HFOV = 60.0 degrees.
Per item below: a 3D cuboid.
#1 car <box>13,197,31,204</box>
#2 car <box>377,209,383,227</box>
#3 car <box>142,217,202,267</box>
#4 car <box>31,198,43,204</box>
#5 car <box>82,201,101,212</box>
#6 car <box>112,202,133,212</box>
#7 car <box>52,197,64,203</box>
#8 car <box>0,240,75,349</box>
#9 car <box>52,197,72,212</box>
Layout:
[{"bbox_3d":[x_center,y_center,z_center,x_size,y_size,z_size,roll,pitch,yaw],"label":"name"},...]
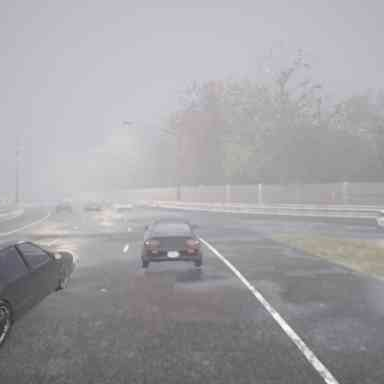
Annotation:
[{"bbox_3d":[-39.234,1.978,75.487,4.902,1.511,2.128,-1,0,42],"label":"car"},{"bbox_3d":[13.478,1.280,18.487,5.566,2.045,2.150,-1,0,27],"label":"car"},{"bbox_3d":[-0.741,1.602,11.644,1.812,1.442,4.674,0,0,-5],"label":"car"},{"bbox_3d":[-36.778,1.998,77.981,5.357,1.411,2.033,-1,0,42],"label":"car"},{"bbox_3d":[-13.555,1.902,44.779,1.994,1.385,4.181,0,0,-24],"label":"car"},{"bbox_3d":[-9.203,1.913,43.643,1.895,1.301,4.718,0,0,-22],"label":"car"},{"bbox_3d":[-32.415,1.954,80.312,1.837,1.490,4.892,0,0,-33],"label":"car"},{"bbox_3d":[-3.763,1.602,6.111,2.033,1.411,5.357,0,0,-4],"label":"car"},{"bbox_3d":[-17.021,1.839,43.998,2.128,1.511,4.902,0,0,-24],"label":"car"}]
